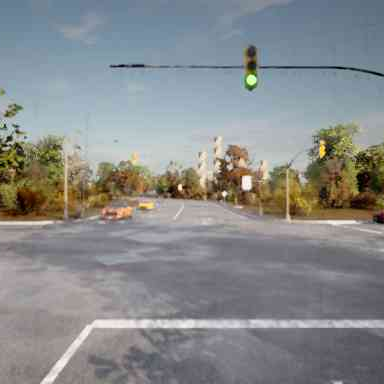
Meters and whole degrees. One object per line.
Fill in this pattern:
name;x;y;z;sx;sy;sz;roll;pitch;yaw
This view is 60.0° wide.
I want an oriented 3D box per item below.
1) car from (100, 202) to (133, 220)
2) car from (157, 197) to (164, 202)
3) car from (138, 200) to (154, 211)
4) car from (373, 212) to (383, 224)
car;-7.151;1.719;31.841;2.097;1.767;4.553;0;-1;3
car;-7.357;1.968;77.702;1.812;1.442;4.674;0;1;-5
car;-7.000;2.047;51.074;1.882;1.535;5.008;0;0;0
car;16.517;1.773;25.525;5.008;1.535;1.882;0;-1;-3
